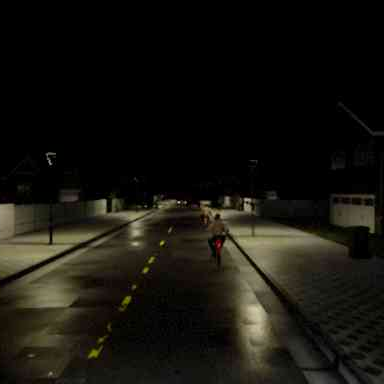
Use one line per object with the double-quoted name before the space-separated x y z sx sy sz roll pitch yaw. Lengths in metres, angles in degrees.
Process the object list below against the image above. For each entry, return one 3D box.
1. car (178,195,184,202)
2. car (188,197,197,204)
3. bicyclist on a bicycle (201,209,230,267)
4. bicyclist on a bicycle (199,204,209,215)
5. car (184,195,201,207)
"car" -2.556 1.671 88.045 2.097 1.767 4.553 0 0 0
"car" 0.162 1.773 73.660 1.837 1.490 4.892 0 0 0
"bicyclist on a bicycle" 0.813 1.476 10.622 0.866 1.612 1.509 0 0 0
"bicyclist on a bicycle" 0.835 1.513 20.527 0.866 1.612 1.509 0 0 0
"car" 0.223 1.430 55.335 2.150 2.045 5.566 0 0 0
